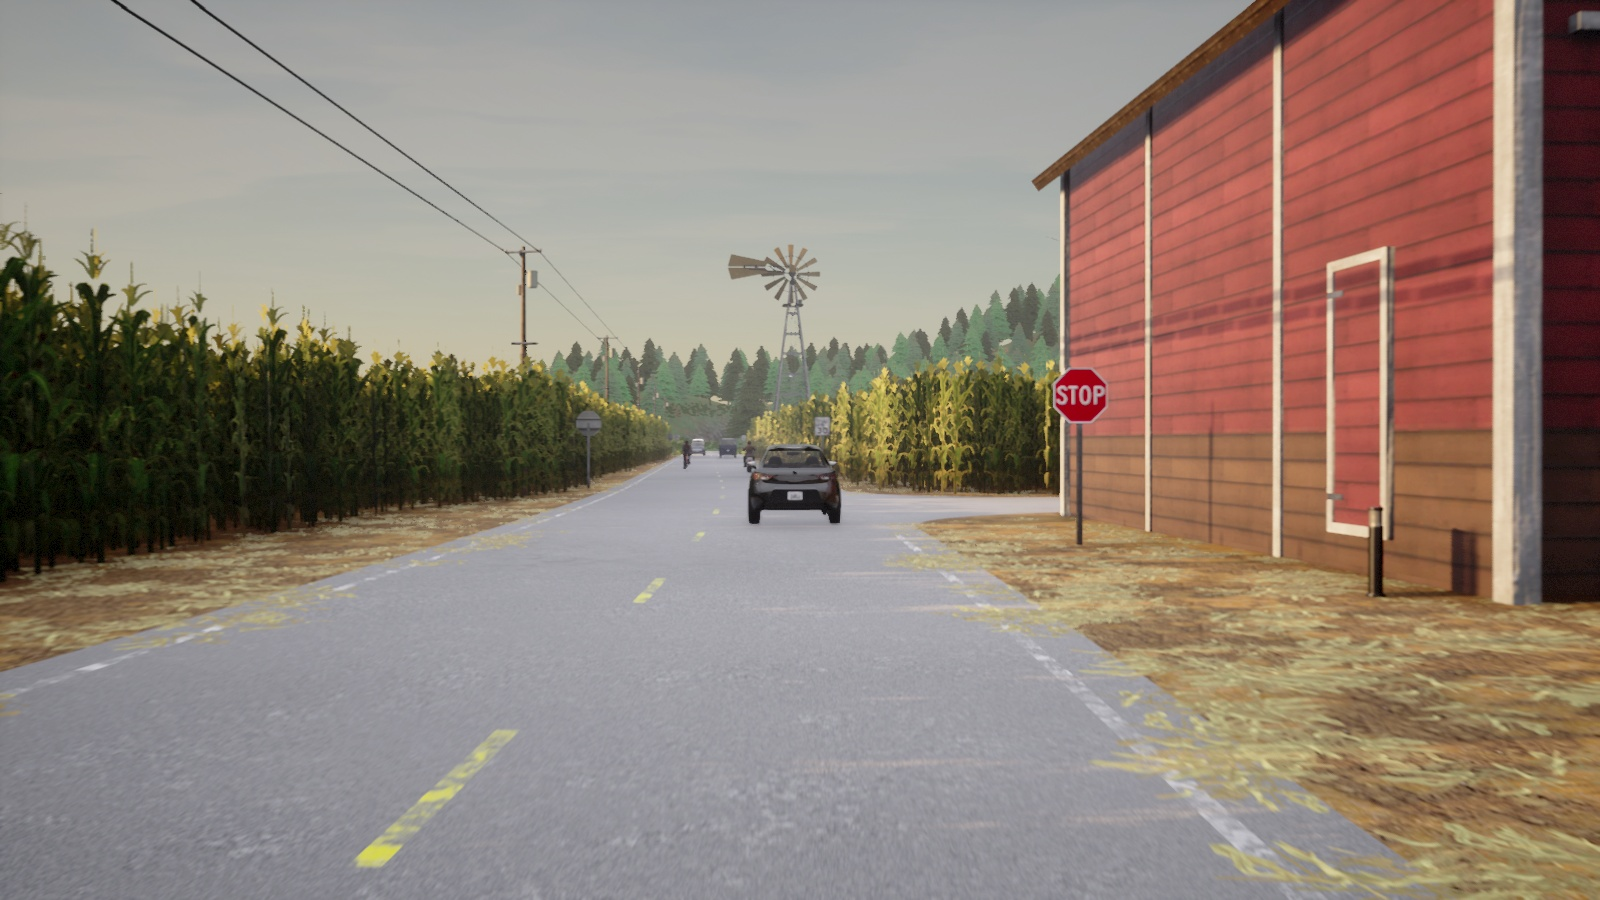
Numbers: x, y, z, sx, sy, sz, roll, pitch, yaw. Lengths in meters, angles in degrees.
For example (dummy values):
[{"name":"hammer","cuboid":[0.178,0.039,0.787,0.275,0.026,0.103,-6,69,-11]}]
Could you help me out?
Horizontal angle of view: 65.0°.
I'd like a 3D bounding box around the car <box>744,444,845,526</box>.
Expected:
[{"name":"car","cuboid":[-0.156,0.620,24.782,1.816,1.474,4.193,0,0,-2]}]
